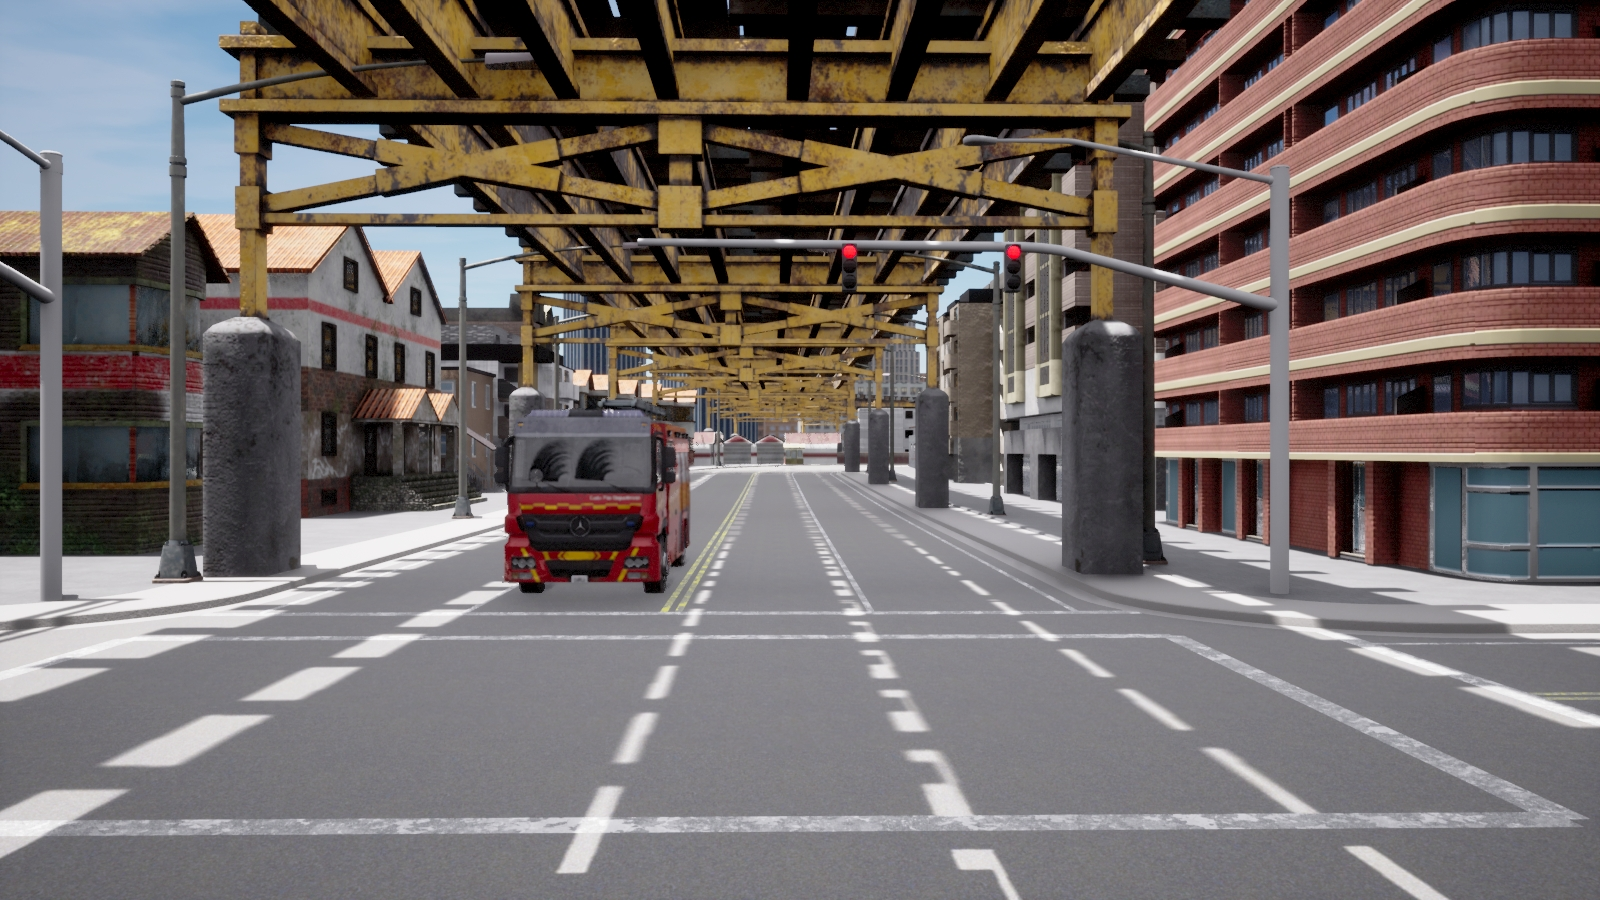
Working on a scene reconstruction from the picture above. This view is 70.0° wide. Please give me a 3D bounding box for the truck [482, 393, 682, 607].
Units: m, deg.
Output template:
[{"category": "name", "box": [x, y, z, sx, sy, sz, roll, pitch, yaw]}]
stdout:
[{"category": "truck", "box": [-4.342, 0.891, 24.693, 2.891, 3.827, 8.468, 0, 0, -1]}]
